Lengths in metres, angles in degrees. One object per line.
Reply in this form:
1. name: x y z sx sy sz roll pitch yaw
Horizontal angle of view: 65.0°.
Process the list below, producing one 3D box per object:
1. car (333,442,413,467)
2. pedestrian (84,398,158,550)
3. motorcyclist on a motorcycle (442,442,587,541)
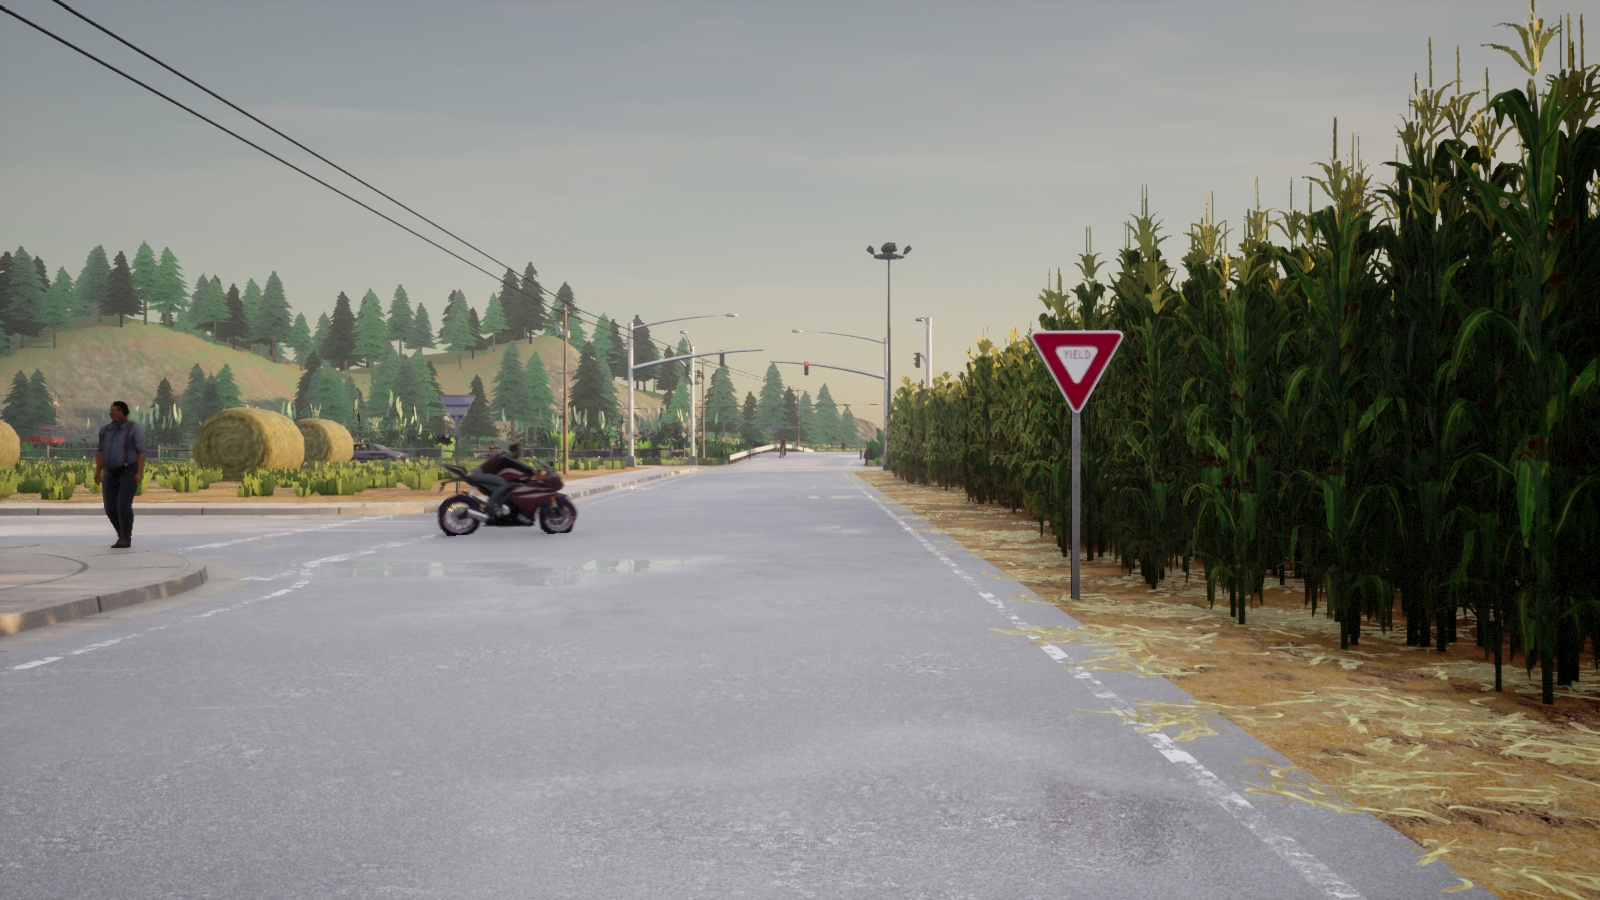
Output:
1. car: -25.853 0.275 76.062 4.193 1.474 1.816 0 0 3
2. pedestrian: -8.425 0.287 15.597 0.540 1.848 0.694 0 0 -1
3. motorcyclist on a motorcycle: -4.615 0.652 20.271 2.191 1.530 0.866 0 -1 -20
